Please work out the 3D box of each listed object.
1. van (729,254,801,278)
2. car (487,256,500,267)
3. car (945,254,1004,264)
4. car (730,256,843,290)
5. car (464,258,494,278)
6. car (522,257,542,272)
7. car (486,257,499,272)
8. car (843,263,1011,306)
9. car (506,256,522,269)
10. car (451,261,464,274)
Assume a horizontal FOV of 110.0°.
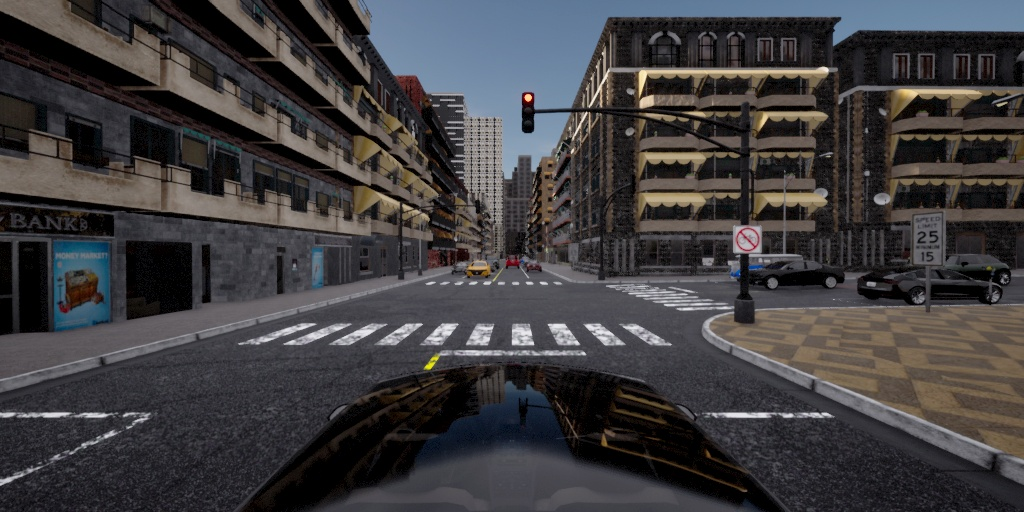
[{"bbox_3d":[15.663,0.782,22.083,3.998,1.789,1.690,0,0,-1],"label":"van"},{"bbox_3d":[-3.067,0.986,55.054,2.150,2.045,5.566,0,0,0],"label":"car"},{"bbox_3d":[23.920,0.685,19.598,4.553,1.767,2.097,-1,0,-1],"label":"car"},{"bbox_3d":[15.069,0.951,19.480,5.008,1.535,1.882,-1,0,-1],"label":"car"},{"bbox_3d":[-3.088,1.230,34.036,1.882,1.535,5.008,0,0,0],"label":"car"},{"bbox_3d":[2.706,1.198,45.494,1.967,1.591,4.097,0,0,0],"label":"car"},{"bbox_3d":[-3.080,1.249,44.440,2.128,1.511,4.902,0,0,0],"label":"car"},{"bbox_3d":[15.777,1.077,13.703,4.313,1.339,1.948,0,0,-1],"label":"car"},{"bbox_3d":[0.121,0.989,59.101,2.150,2.045,5.566,0,0,1],"label":"car"},{"bbox_3d":[-5.676,1.305,39.975,2.007,1.370,4.403,0,0,0],"label":"car"}]
